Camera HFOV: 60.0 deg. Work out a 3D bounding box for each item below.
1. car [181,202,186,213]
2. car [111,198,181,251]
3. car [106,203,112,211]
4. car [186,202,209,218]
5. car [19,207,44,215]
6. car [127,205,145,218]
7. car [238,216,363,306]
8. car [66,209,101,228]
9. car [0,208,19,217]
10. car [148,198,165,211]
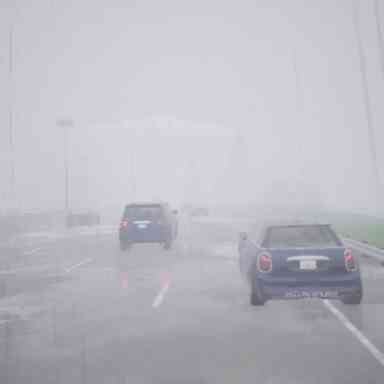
[{"bbox_3d":[-0.726,2.111,47.043,1.882,1.535,5.008,-2,-1,-10],"label":"car"},{"bbox_3d":[-1.940,1.496,15.937,2.150,2.045,5.566,-2,-1,1],"label":"car"},{"bbox_3d":[-15.485,2.864,64.221,2.128,1.511,4.902,-2,-1,-17],"label":"car"},{"bbox_3d":[0.693,1.966,35.958,1.812,1.442,4.674,-2,-1,-5],"label":"car"},{"bbox_3d":[-22.171,2.910,46.712,1.812,1.442,4.674,-2,-1,-11],"label":"car"},{"bbox_3d":[-6.724,2.358,40.325,1.895,1.301,4.718,-2,-1,-8],"label":"car"},{"bbox_3d":[2.290,1.378,8.237,2.097,1.767,4.553,-2,-1,4],"label":"car"},{"bbox_3d":[-9.180,2.169,28.441,1.882,1.535,5.008,-2,-1,-3],"label":"car"},{"bbox_3d":[-25.901,3.020,47.611,2.128,1.511,4.902,-2,-1,-11],"label":"car"},{"bbox_3d":[-6.121,2.159,56.408,2.150,2.045,5.566,-2,-2,-14],"label":"car"}]
